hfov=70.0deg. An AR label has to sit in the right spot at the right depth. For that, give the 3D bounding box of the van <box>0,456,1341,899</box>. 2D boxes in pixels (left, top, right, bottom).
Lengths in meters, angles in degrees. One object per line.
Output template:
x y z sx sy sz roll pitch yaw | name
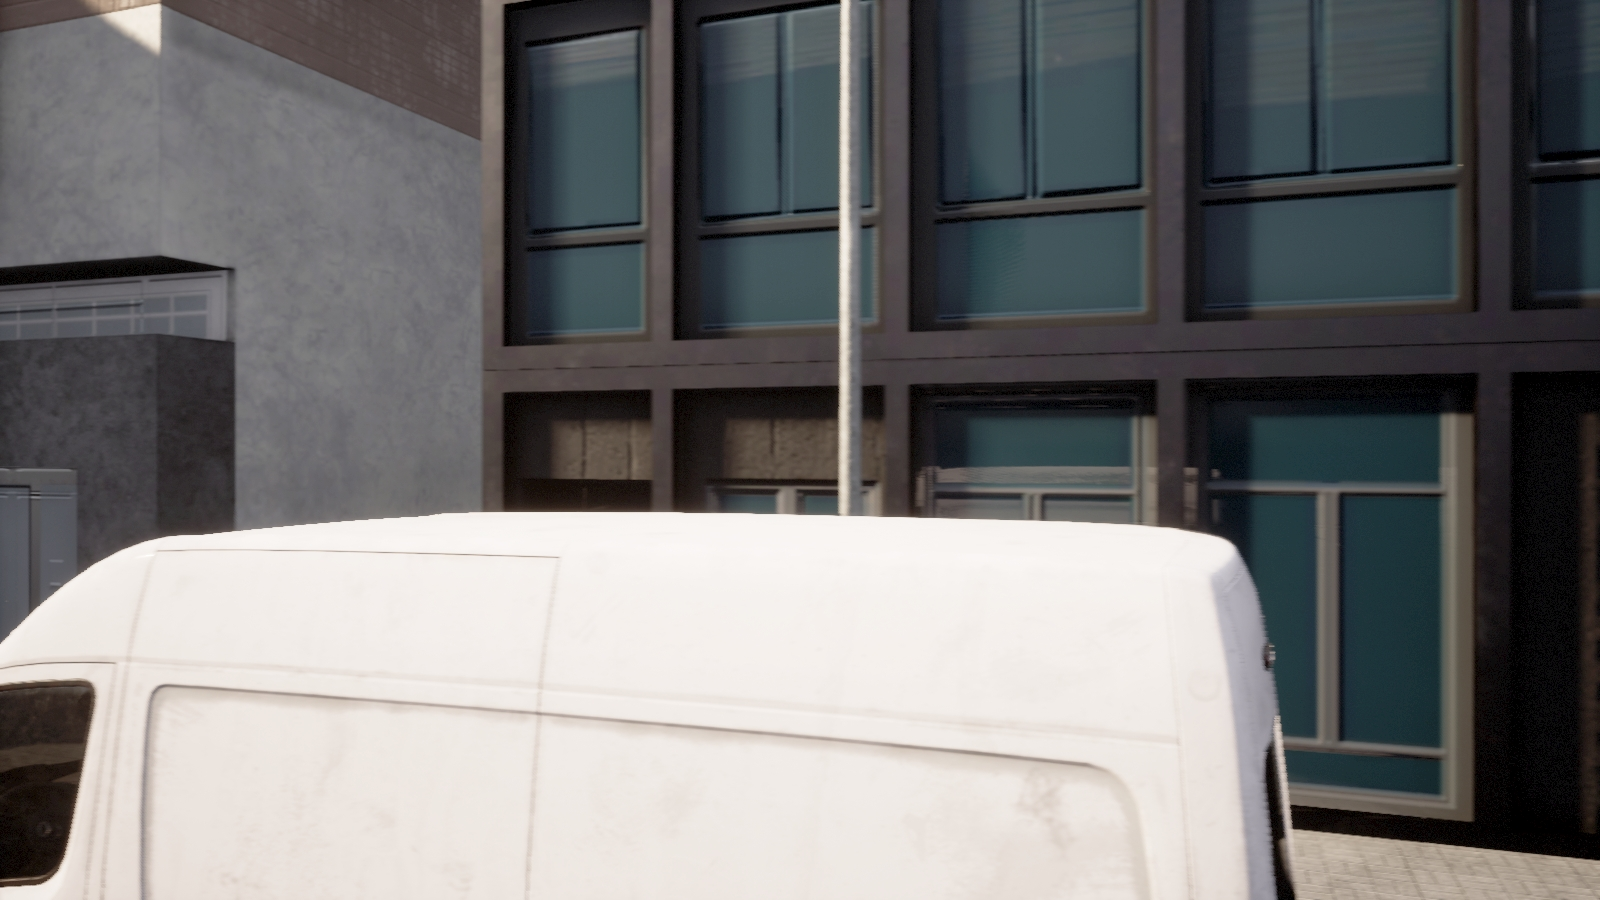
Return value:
-1.342 1.315 4.271 5.915 2.561 1.988 0 0 20 | van
